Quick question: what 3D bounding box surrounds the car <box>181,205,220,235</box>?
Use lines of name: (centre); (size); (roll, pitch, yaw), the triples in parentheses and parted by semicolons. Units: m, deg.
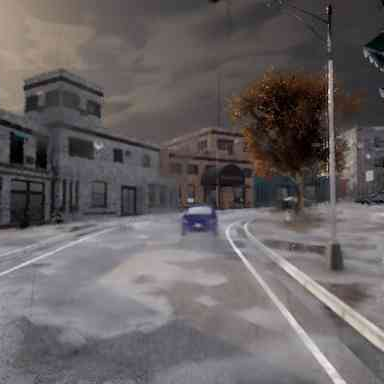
car: (0.552, 1.484, 18.898); (1.882, 1.535, 5.008); (0, 0, 5)

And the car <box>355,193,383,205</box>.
car: (23.621, 0.873, 42.139); (5.357, 1.411, 2.033); (-3, -2, -2)

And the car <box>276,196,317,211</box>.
car: (11.223, 1.182, 35.689); (5.008, 1.535, 1.882); (-2, -2, -32)
